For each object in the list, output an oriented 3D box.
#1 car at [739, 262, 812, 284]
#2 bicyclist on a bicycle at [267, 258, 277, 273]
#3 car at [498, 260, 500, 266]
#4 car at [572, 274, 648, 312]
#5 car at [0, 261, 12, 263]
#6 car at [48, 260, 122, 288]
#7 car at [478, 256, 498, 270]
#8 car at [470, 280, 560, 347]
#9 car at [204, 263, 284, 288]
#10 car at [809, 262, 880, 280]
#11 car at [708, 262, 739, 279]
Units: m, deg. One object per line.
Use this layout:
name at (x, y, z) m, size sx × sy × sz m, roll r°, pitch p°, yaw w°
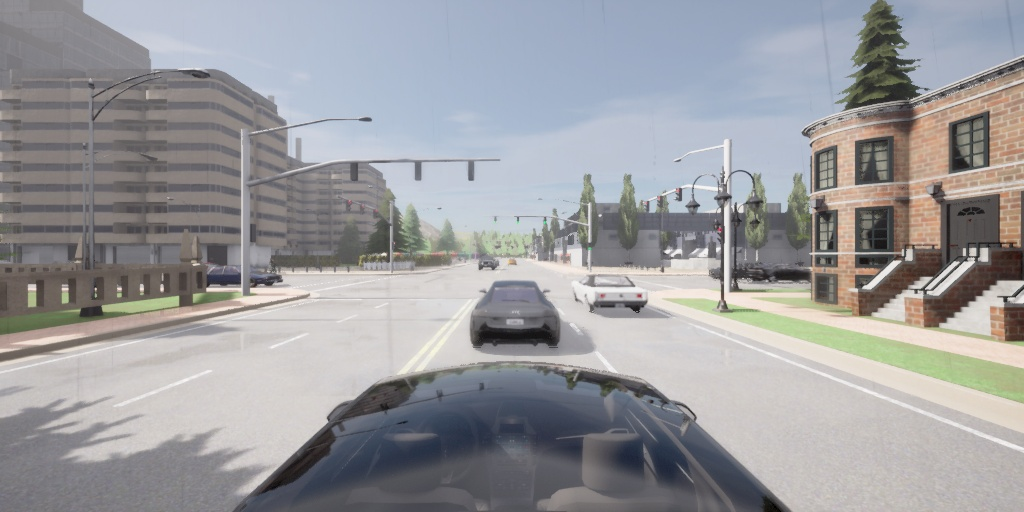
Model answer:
car at (19.977, 1.241, 26.368) m, size 4.902 × 1.511 × 2.128 m, roll 0°, pitch 0°, yaw -1°
bicyclist on a bicycle at (-25.245, 1.052, 37.737) m, size 0.582 × 1.620 × 1.656 m, roll 0°, pitch 0°, yaw 0°
car at (-3.560, 1.314, 61.930) m, size 1.994 × 1.385 × 4.181 m, roll 0°, pitch 0°, yaw 0°
car at (3.587, 1.351, 14.086) m, size 1.895 × 1.301 × 4.718 m, roll 0°, pitch 0°, yaw 0°
car at (-49.370, 1.255, 33.919) m, size 4.892 × 1.490 × 1.837 m, roll 0°, pitch 0°, yaw 1°
car at (-27.785, 1.228, 23.256) m, size 5.008 × 1.535 × 1.882 m, roll 0°, pitch 0°, yaw 0°
car at (-3.583, 0.971, 51.958) m, size 2.150 × 2.045 × 5.566 m, roll 0°, pitch 0°, yaw 1°
car at (0.072, 1.314, 9.311) m, size 1.994 × 1.385 × 4.181 m, roll 0°, pitch 0°, yaw 0°
car at (-17.965, 1.297, 23.249) m, size 5.357 × 1.411 × 2.033 m, roll 0°, pitch 0°, yaw 0°
car at (28.311, 1.276, 30.563) m, size 4.674 × 1.442 × 1.812 m, roll 0°, pitch 0°, yaw -6°
car at (19.090, 1.255, 30.122) m, size 4.892 × 1.490 × 1.837 m, roll 0°, pitch 0°, yaw -1°
